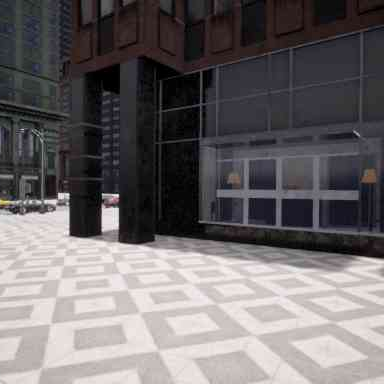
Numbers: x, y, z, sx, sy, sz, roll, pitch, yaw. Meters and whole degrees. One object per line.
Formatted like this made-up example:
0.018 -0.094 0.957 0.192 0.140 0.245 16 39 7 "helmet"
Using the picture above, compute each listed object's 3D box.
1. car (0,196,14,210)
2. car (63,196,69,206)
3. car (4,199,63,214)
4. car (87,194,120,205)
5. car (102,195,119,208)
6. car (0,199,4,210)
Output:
-22.092 1.233 35.880 1.752 1.417 4.829 2 2 36 "car"
-15.935 1.132 44.478 2.008 1.369 4.403 2 2 36 "car"
-14.961 1.342 31.198 2.008 1.369 4.403 2 2 36 "car"
-12.906 1.082 48.707 1.947 1.339 4.313 2 2 36 "car"
-8.698 1.244 39.942 1.802 1.307 4.206 2 2 36 "car"
-18.093 1.419 26.825 1.947 1.339 4.313 2 2 36 "car"
